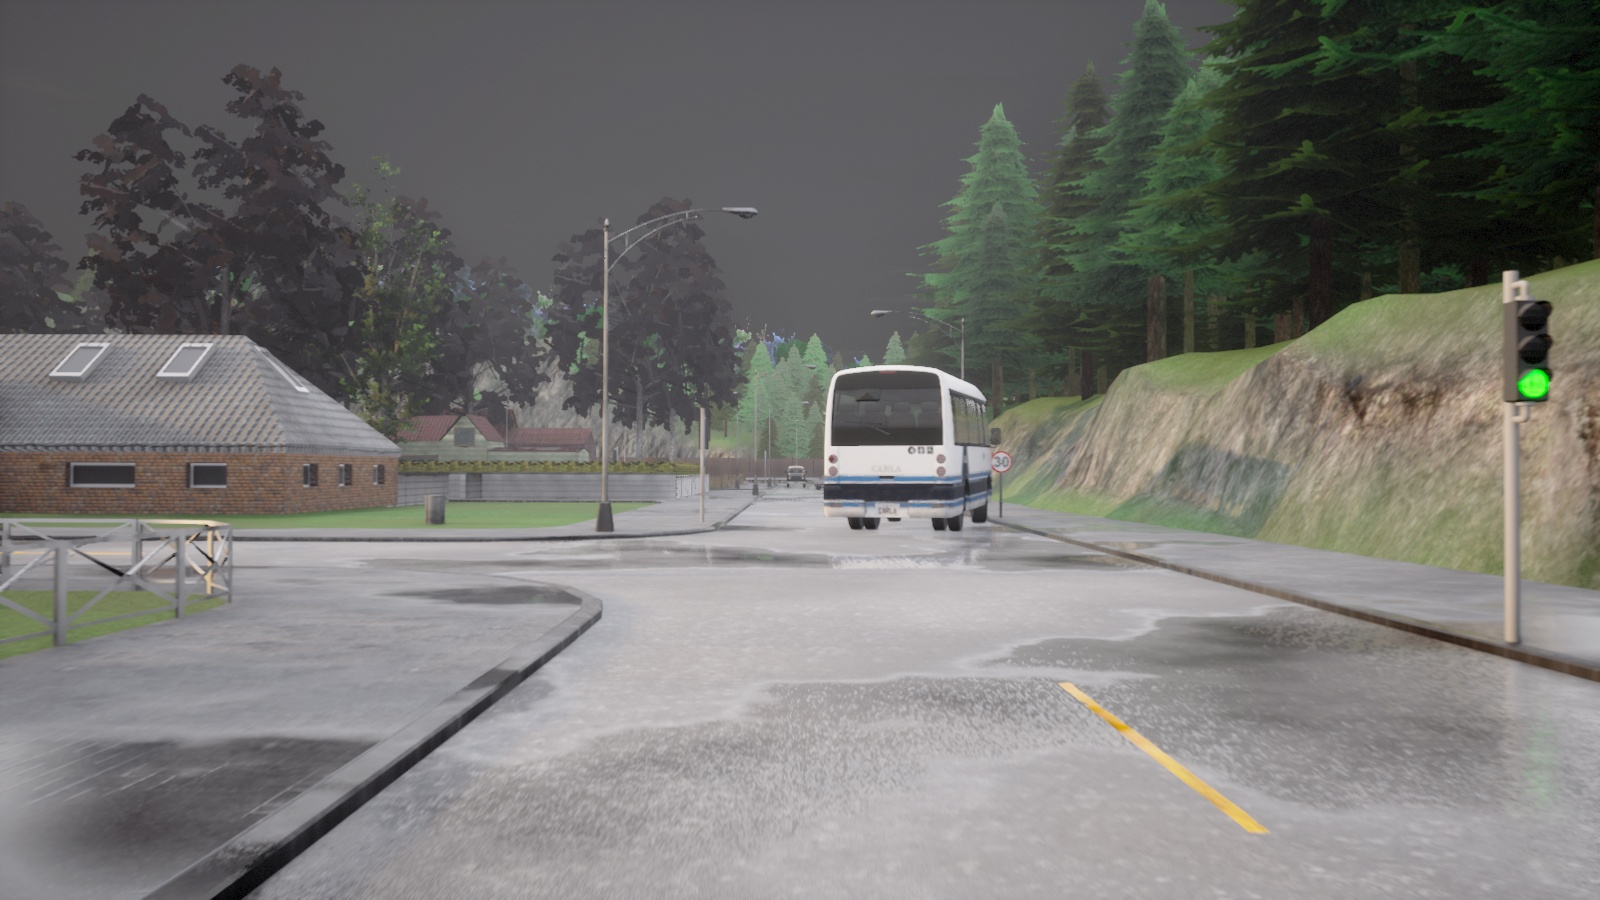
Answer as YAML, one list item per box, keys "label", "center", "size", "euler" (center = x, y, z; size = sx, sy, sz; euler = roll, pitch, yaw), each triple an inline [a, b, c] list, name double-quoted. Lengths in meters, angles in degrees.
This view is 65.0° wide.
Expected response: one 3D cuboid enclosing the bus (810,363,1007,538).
- label: "bus"
  center: [3.457, 0.041, 35.886]
  size: [3.944, 4.253, 10.273]
  euler: [-1, 0, 14]
